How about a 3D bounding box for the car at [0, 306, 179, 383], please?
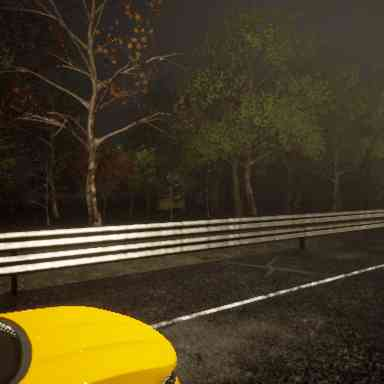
[{"bbox_3d":[-2.389,1.478,2.035,5.008,1.535,1.882,0,0,-36],"label":"car"}]
